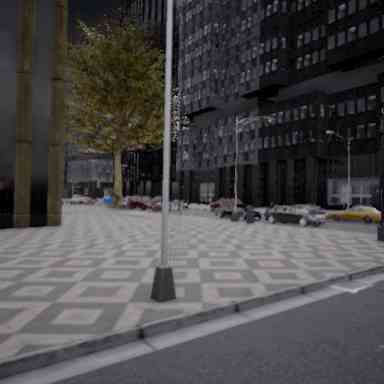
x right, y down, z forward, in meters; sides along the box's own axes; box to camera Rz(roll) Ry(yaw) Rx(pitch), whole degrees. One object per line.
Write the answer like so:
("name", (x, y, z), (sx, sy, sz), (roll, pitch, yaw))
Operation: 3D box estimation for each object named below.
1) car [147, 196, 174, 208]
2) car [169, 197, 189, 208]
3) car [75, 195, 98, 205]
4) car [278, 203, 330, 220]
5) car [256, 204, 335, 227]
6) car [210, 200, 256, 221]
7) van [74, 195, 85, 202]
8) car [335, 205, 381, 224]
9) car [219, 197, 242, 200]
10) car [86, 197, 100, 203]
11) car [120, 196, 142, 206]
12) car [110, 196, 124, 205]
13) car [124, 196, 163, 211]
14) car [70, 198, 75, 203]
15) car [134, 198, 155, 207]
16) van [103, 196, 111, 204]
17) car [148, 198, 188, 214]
("car", (-5.255, 1.614, 54.414), (2.192, 1.841, 5.009), (2, -1, -35))
("car", (-2.078, 1.856, 49.908), (1.947, 1.339, 4.313), (2, -1, -35))
("car", (-18.576, 1.539, 58.496), (1.967, 1.590, 4.097), (2, -1, -35))
("car", (10.645, 1.809, 31.899), (2.008, 1.369, 4.403), (2, -1, -35))
("car", (6.870, 1.584, 22.472), (2.008, 1.369, 4.403), (2, -1, -35))
("car", (3.689, 1.607, 26.975), (1.947, 1.339, 4.313), (2, -1, -35))
("van", (-30.702, 1.713, 90.433), (1.690, 1.788, 3.998), (2, -1, -35))
("car", (13.728, 1.777, 27.536), (1.752, 1.417, 4.829), (2, -1, -35))
("car", (4.288, 1.589, 40.907), (2.192, 1.841, 5.009), (2, -1, -35))
("car", (-24.344, 1.919, 81.425), (1.947, 1.339, 4.313), (2, -1, -35))
("car", (-11.616, 1.631, 63.419), (2.192, 1.841, 5.009), (2, -1, -35))
("car", (-9.033, 1.512, 44.987), (1.967, 1.590, 4.097), (2, -1, -35))
("car", (-5.849, 1.379, 40.487), (2.192, 1.841, 5.009), (2, -1, -35))
("car", (-21.661, 1.633, 62.858), (1.752, 1.417, 4.829), (2, -1, -35))
("car", (-8.440, 1.852, 58.913), (1.887, 1.381, 4.507), (2, -1, -35))
("van", (-17.978, 1.676, 72.423), (1.690, 1.788, 3.998), (2, -1, -35))
("car", (-2.673, 1.638, 35.980), (1.802, 1.307, 4.206), (2, -1, -35))
